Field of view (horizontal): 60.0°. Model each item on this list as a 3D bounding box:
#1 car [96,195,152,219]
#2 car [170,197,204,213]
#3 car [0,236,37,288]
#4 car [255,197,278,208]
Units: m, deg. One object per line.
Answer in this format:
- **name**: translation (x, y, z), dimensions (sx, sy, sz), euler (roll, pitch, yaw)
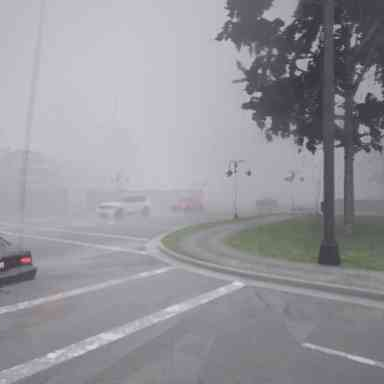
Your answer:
- **car**: translation (-6.011, 1.269, 30.160), dimensions (2.150, 2.045, 5.566), euler (0, 0, 34)
- **car**: translation (-0.551, 1.400, 38.222), dimensions (2.097, 1.767, 4.553), euler (0, 0, 34)
- **car**: translation (-6.028, 1.567, 8.284), dimensions (5.357, 1.411, 2.033), euler (0, 0, 36)
- **car**: translation (10.974, 1.520, 48.759), dimensions (1.882, 1.535, 5.008), euler (0, -1, 34)
